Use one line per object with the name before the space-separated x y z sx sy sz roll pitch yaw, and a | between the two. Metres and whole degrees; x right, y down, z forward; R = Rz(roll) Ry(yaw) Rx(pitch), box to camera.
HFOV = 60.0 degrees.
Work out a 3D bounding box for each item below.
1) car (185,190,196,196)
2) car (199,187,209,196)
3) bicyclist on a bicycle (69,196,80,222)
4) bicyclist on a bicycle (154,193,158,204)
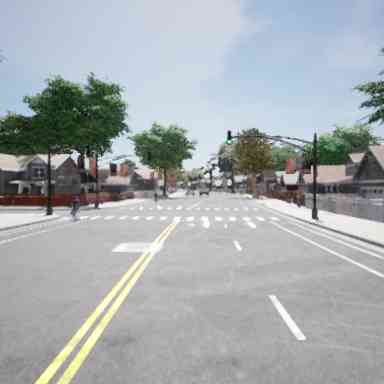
car | -0.348 0.202 79.488 1.812 1.442 4.674 0 1 7
car | 2.879 -0.085 79.101 2.150 2.045 5.566 0 1 7
bicyclist on a bicycle | -8.163 1.140 23.133 0.659 1.776 1.843 0 0 3
bicyclist on a bicycle | -5.346 0.913 49.233 0.582 1.620 1.656 0 1 4
